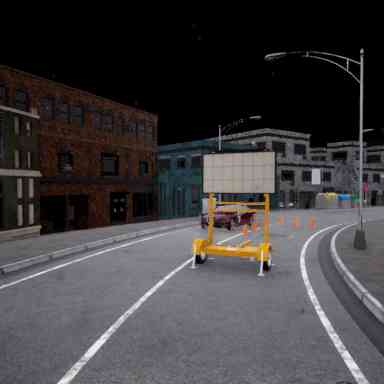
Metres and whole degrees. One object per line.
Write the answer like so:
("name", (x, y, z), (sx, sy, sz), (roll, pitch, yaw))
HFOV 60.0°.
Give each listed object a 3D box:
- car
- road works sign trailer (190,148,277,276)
("car", (2.290, 1.451, 20.482), (1.882, 1.535, 5.008), (0, 0, 30))
("road works sign trailer", (1.522, 0.461, 10.620), (2.380, 3.560, 2.880), (0, 0, 24))
